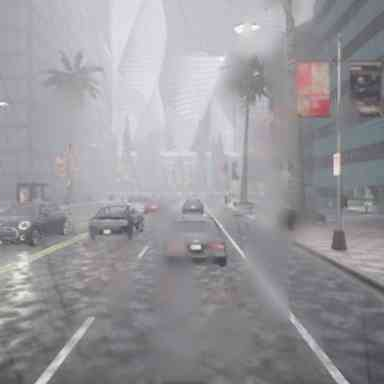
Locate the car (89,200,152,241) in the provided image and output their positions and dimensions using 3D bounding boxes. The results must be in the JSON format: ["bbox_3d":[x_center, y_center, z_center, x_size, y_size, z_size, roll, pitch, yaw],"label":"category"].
[{"bbox_3d":[-3.402,1.358,15.756,2.128,1.511,4.902,0,0,0],"label":"car"}]

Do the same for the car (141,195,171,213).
[{"bbox_3d":[-3.406,1.294,32.048,1.994,1.385,4.181,0,0,0],"label":"car"}]

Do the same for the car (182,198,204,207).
[{"bbox_3d":[0.094,1.294,32.041,1.994,1.385,4.181,0,0,0],"label":"car"}]

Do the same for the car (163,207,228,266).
[{"bbox_3d":[0.099,1.454,11.096,2.033,1.411,5.357,0,1,0],"label":"car"}]

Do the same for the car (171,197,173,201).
[{"bbox_3d":[-4.969,1.128,56.364,1.895,1.301,4.718,0,0,18],"label":"car"}]

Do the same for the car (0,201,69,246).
[{"bbox_3d":[-7.102,1.230,14.416,2.097,1.767,4.553,0,0,0],"label":"car"}]

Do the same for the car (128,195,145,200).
[{"bbox_3d":[-8.878,1.137,55.294,1.895,1.301,4.718,0,0,15],"label":"car"}]
